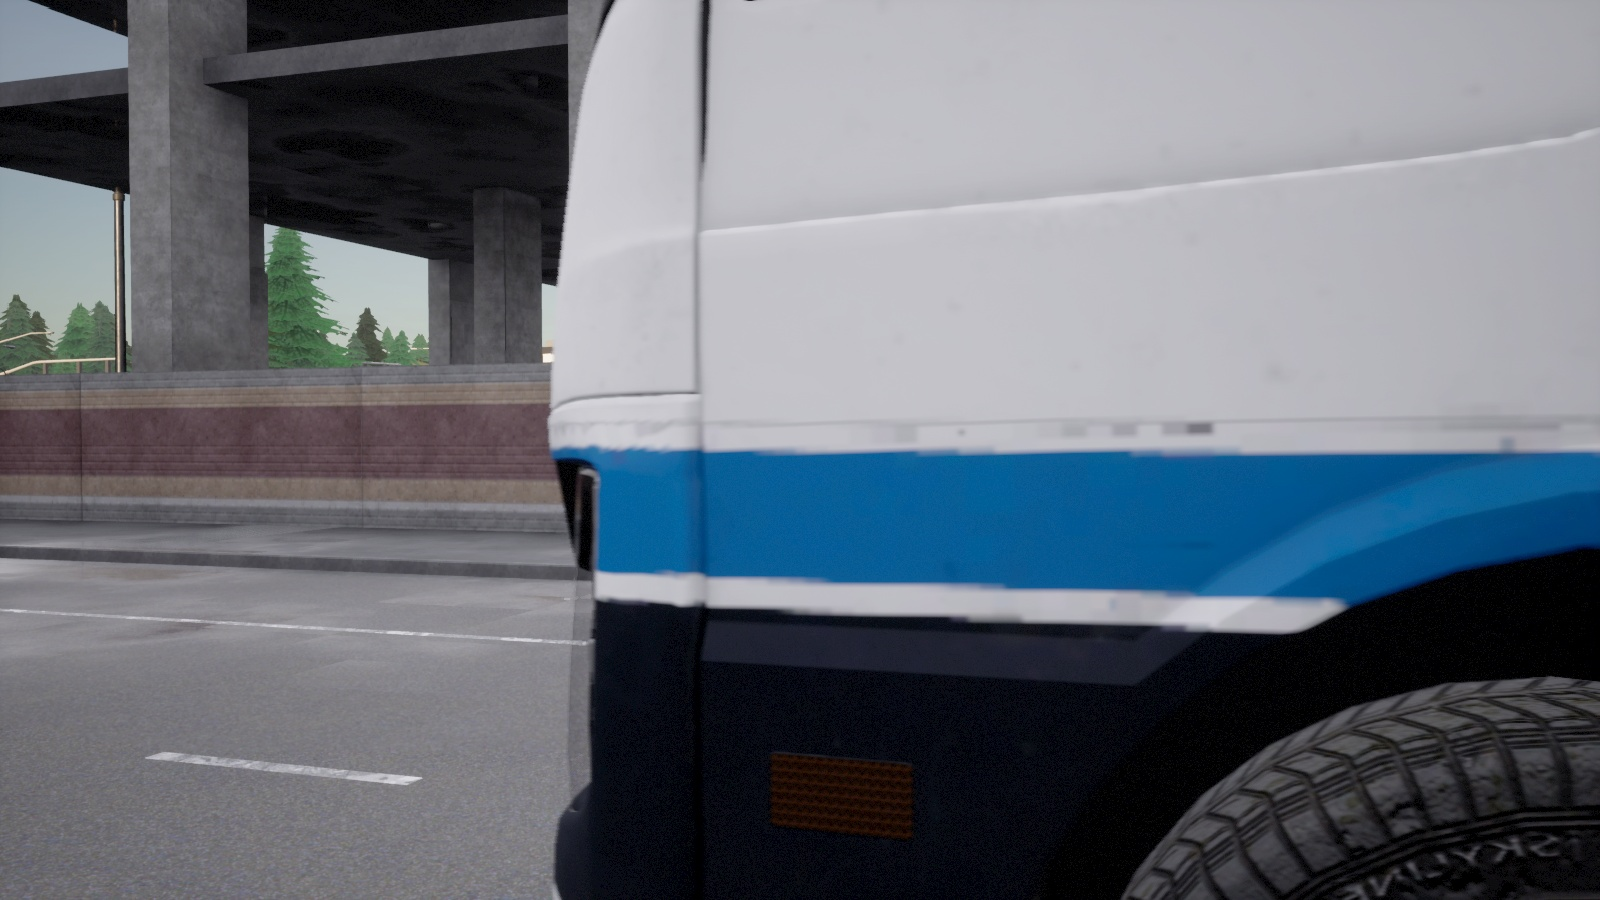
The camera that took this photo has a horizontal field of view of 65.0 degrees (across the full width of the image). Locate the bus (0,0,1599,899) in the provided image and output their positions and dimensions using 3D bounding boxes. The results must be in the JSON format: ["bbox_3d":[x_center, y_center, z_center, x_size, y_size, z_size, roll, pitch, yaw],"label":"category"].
[{"bbox_3d":[4.138,-0.563,1.782,10.273,4.253,3.944,1,1,18],"label":"bus"}]
